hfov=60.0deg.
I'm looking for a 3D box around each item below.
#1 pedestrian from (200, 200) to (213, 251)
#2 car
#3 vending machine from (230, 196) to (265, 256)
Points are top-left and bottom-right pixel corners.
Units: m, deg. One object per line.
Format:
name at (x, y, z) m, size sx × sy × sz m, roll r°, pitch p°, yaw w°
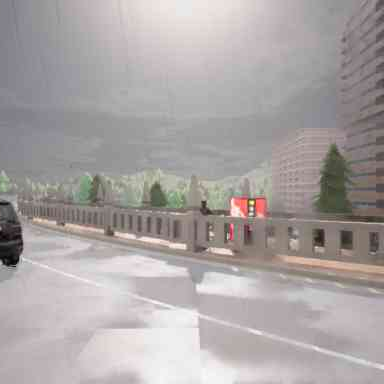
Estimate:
pedestrian at (0.451, 1.141, 11.832) m, size 0.375 × 1.860 × 0.375 m, roll 0°, pitch 0°, yaw 41°
car at (-7.246, 1.221, 10.531) m, size 5.566 × 2.045 × 2.150 m, roll 0°, pitch 0°, yaw 44°
vending machine at (2.078, 1.195, 12.411) m, size 0.880 × 2.100 × 1.100 m, roll 0°, pitch 0°, yaw 41°
